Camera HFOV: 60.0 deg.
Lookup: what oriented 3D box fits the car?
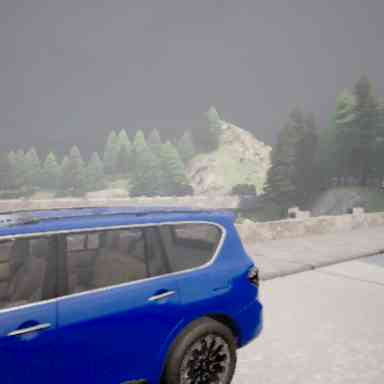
[{"bbox_3d":[-1.711,1.219,3.366,5.566,2.045,2.150,0,0,-35],"label":"car"}]
